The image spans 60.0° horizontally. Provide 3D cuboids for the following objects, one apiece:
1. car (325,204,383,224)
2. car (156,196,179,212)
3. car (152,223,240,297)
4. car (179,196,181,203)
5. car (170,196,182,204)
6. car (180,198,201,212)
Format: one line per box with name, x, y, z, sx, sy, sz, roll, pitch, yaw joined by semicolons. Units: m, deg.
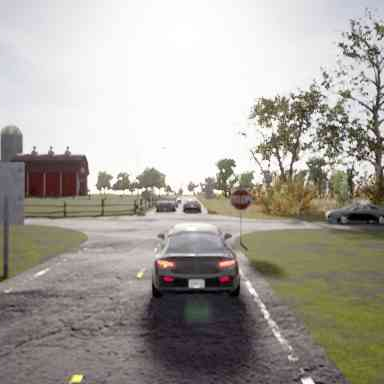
car;12.920;1.676;25.870;4.902;1.511;2.128;1;-1;0
car;-2.941;1.285;38.350;2.097;1.767;4.553;0;0;0
car;0.075;1.508;8.388;1.812;1.442;4.674;0;0;0
car;-2.954;1.426;47.748;1.837;1.490;4.892;0;0;0
car;-2.929;1.457;63.023;2.033;1.411;5.357;0;0;0
car;0.003;1.496;38.352;1.994;1.385;4.181;0;0;0
